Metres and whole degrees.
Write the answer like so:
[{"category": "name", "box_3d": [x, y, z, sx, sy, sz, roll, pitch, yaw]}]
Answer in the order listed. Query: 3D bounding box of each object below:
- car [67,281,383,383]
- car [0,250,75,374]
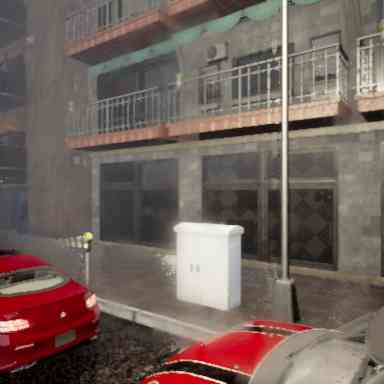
[{"category": "car", "box_3d": [1.401, 1.440, 1.877, 4.097, 1.590, 1.967, 0, 0, 36]}, {"category": "car", "box_3d": [-3.183, 1.577, 5.148, 4.206, 1.307, 1.802, 0, 0, 36]}]
